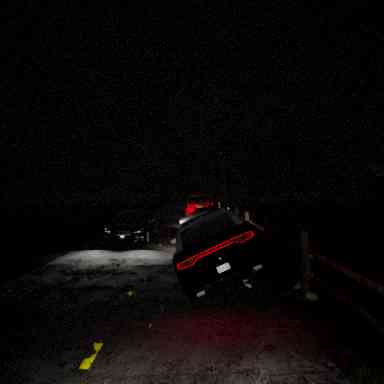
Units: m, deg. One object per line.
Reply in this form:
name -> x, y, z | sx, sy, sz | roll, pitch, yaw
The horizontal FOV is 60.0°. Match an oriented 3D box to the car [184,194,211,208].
car -> 0.677, 1.238, 24.480 | 2.150, 2.045, 5.566 | -3, -2, 3

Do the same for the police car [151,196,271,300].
police car -> 0.484, 1.210, 8.657 | 1.930, 1.638, 5.238 | -25, 0, 0

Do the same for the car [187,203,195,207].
car -> 0.791, 1.569, 18.537 | 1.812, 1.442, 4.674 | 0, 0, 0

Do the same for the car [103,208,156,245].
car -> -2.780, 1.536, 15.662 | 1.837, 1.490, 4.892 | 0, 0, 0

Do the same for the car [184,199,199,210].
car -> -0.074, 1.730, 46.471 | 2.033, 1.411, 5.357 | 0, 0, 0
